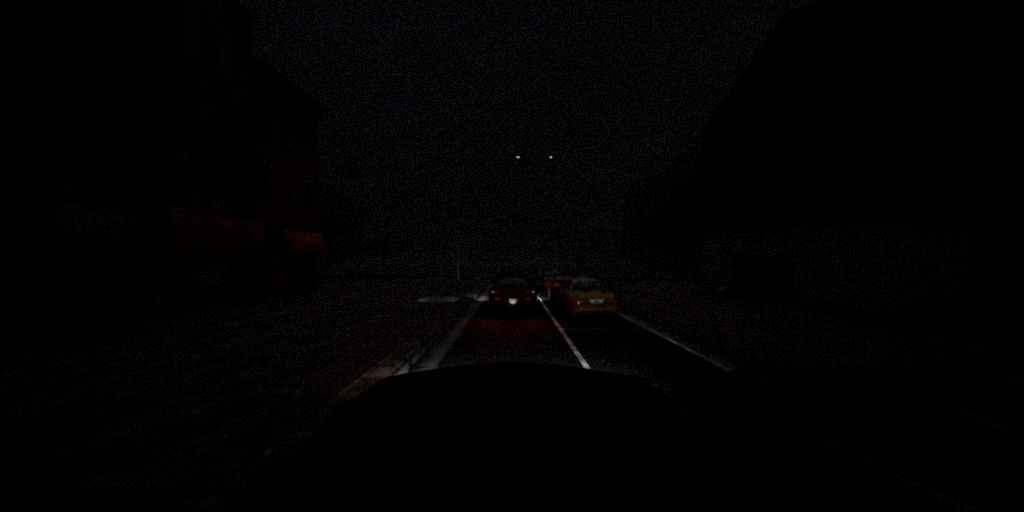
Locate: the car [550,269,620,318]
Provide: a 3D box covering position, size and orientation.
[{"bbox_3d":[2.639,1.381,13.387,1.751,1.417,4.829,0,0,0],"label":"car"}]

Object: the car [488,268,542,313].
[{"bbox_3d":[0.051,1.394,14.584,1.812,1.442,4.674,0,-1,1],"label":"car"}]

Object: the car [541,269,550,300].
[{"bbox_3d":[2.640,1.489,18.750,1.802,1.307,4.207,0,0,0],"label":"car"}]

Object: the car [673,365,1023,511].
[{"bbox_3d":[2.637,1.320,2.153,1.948,1.339,4.313,0,0,0],"label":"car"}]
